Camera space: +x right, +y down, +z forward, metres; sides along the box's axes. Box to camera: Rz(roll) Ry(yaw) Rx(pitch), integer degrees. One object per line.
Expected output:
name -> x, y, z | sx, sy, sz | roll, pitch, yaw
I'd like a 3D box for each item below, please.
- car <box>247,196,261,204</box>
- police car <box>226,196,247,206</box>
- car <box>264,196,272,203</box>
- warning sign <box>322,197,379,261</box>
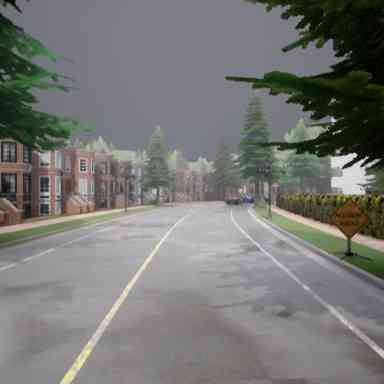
car -> 10.949, 1.505, 61.595 | 1.882, 1.535, 5.008 | 0, 0, 32
police car -> 6.902, 1.442, 53.219 | 1.930, 1.638, 5.238 | 0, 0, 20
car -> 14.196, 1.576, 66.223 | 1.837, 1.490, 4.892 | 0, 0, 39
warning sign -> 4.873, 1.099, 10.321 | 1.300, 1.860, 1.060 | 0, 0, 2
